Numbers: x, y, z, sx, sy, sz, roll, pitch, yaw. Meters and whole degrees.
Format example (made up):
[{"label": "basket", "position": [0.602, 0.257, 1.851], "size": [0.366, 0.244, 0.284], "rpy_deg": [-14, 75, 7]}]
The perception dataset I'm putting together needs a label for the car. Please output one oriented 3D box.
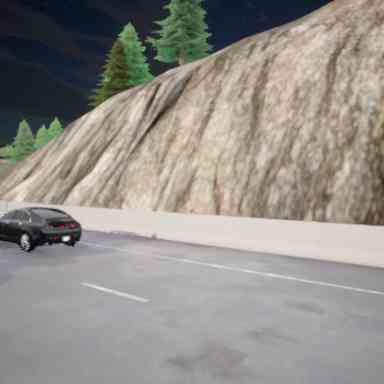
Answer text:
[{"label": "car", "position": [-6.272, 1.330, 13.008], "size": [4.892, 1.490, 1.837], "rpy_deg": [1, 1, 38]}]
